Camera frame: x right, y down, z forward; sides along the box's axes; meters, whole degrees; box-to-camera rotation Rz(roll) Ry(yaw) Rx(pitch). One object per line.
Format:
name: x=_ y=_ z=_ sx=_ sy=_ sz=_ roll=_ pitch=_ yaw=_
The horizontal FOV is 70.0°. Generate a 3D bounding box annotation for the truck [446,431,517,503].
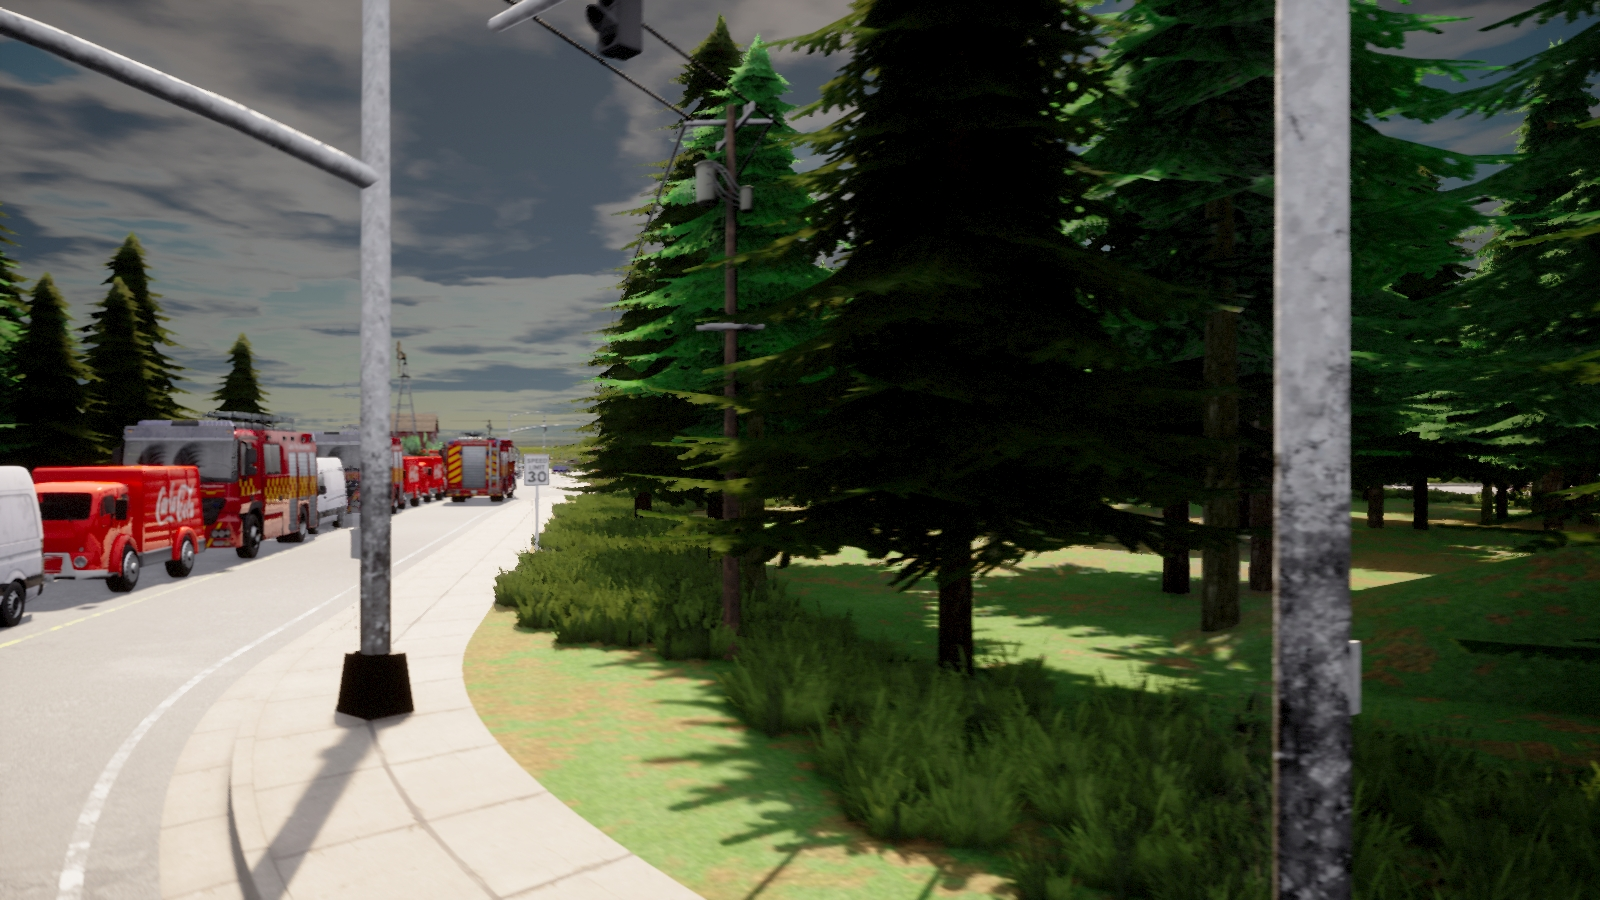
truck: x=-17.977 y=0.893 z=65.043 sx=2.891 sy=3.827 sz=8.468 roll=0 pitch=0 yaw=-9

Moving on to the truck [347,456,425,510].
truck: x=-20.128 y=1.560 z=55.770 sx=2.627 sy=2.467 sz=5.204 roll=0 pitch=0 yaw=-9

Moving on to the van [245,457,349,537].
van: x=-17.407 y=1.526 z=39.849 sx=1.988 sy=2.561 sz=5.915 roll=0 pitch=0 yaw=-10

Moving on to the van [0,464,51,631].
van: x=-13.120 y=1.514 z=16.341 sx=1.988 sy=2.561 sz=5.915 roll=0 pitch=0 yaw=-12

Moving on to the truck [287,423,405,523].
truck: x=-18.867 y=0.880 z=48.070 sx=2.891 sy=3.827 sz=8.468 roll=0 pitch=0 yaw=-10

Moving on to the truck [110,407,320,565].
truck: x=-16.041 y=0.879 z=32.119 sx=2.891 sy=3.827 sz=8.468 roll=0 pitch=0 yaw=-10

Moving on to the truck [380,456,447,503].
truck: x=-21.170 y=1.561 z=62.828 sx=2.627 sy=2.467 sz=5.204 roll=0 pitch=0 yaw=-8

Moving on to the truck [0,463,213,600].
truck: x=-14.566 y=1.547 z=23.920 sx=2.627 sy=2.467 sz=5.204 roll=0 pitch=0 yaw=-10
